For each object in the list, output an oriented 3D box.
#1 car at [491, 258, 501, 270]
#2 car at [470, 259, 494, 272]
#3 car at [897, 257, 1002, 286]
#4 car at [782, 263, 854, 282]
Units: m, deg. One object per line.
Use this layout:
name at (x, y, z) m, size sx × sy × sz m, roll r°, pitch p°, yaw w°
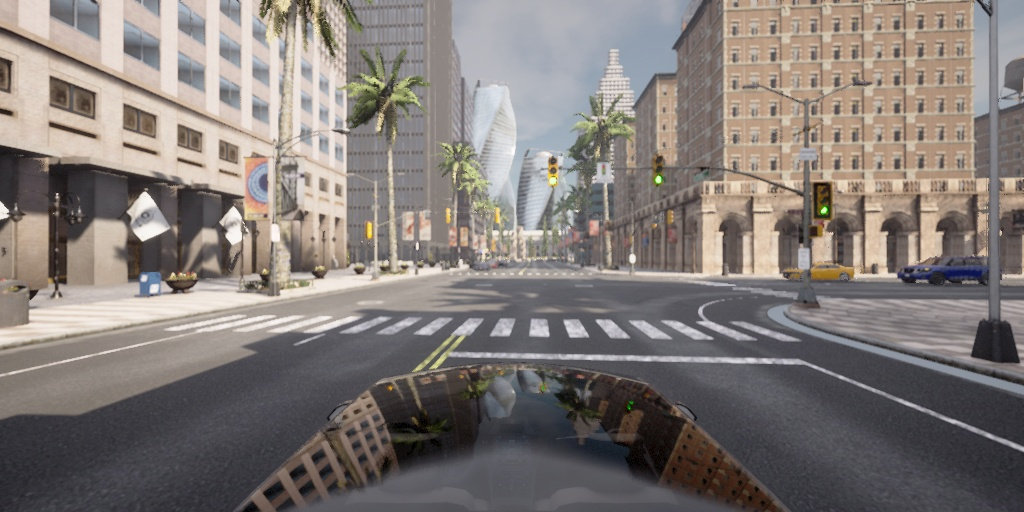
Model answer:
car at (-3.288, 1.450, 57.787) m, size 1.812 × 1.442 × 4.674 m, roll 0°, pitch 0°, yaw 5°
car at (-3.995, 1.461, 49.124) m, size 1.994 × 1.385 × 4.181 m, roll 0°, pitch 0°, yaw 4°
car at (31.723, 1.061, 26.090) m, size 5.566 × 2.045 × 2.150 m, roll 0°, pitch 0°, yaw 4°
car at (25.514, 1.327, 30.001) m, size 5.008 × 1.535 × 1.882 m, roll 0°, pitch 0°, yaw 4°
